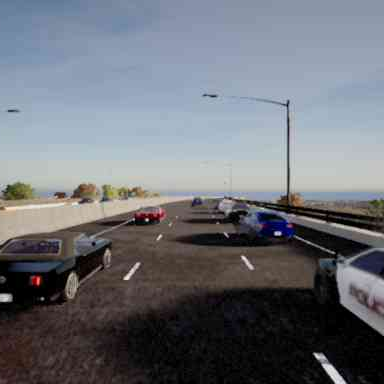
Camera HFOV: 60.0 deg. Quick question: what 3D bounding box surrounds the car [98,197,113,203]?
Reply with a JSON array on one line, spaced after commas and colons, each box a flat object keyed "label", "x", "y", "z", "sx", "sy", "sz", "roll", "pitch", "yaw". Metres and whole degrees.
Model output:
[{"label": "car", "x": -16.323, "y": 1.827, "z": 63.224, "sx": 1.837, "sy": 1.490, "sz": 4.892, "roll": 0, "pitch": 0, "yaw": 2}]

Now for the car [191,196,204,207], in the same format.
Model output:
[{"label": "car", "x": 1.004, "y": 1.656, "z": 58.707, "sx": 2.097, "sy": 1.767, "sz": 4.553, "roll": 0, "pitch": 0, "yaw": 2}]

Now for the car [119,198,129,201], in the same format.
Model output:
[{"label": "car", "x": -12.825, "y": 1.854, "z": 63.197, "sx": 1.812, "sy": 1.442, "sz": 4.674, "roll": 0, "pitch": 0, "yaw": 2}]

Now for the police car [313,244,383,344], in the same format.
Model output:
[{"label": "police car", "x": 3.510, "y": 1.524, "z": 5.184, "sx": 2.038, "sy": 1.542, "sz": 4.974, "roll": 0, "pitch": 0, "yaw": 0}]

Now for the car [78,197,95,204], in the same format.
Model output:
[{"label": "car", "x": -19.836, "y": 1.822, "z": 62.875, "sx": 1.837, "sy": 1.490, "sz": 4.892, "roll": 0, "pitch": 0, "yaw": 2}]

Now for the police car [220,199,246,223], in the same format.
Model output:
[{"label": "police car", "x": 3.727, "y": 1.624, "z": 27.027, "sx": 2.038, "sy": 1.542, "sz": 4.974, "roll": 0, "pitch": 0, "yaw": 1}]

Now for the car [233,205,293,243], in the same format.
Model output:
[{"label": "car", "x": 3.493, "y": 1.592, "z": 16.370, "sx": 1.812, "sy": 1.442, "sz": 4.674, "roll": 0, "pitch": 0, "yaw": -4}]

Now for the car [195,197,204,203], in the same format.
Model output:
[{"label": "car", "x": 1.772, "y": 1.934, "z": 77.586, "sx": 1.895, "sy": 1.301, "sz": 4.718, "roll": 0, "pitch": 0, "yaw": 3}]

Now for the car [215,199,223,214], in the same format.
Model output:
[{"label": "car", "x": 3.939, "y": 1.702, "z": 37.947, "sx": 1.812, "sy": 1.442, "sz": 4.674, "roll": 0, "pitch": 0, "yaw": 1}]

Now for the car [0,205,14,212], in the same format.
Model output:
[{"label": "car", "x": -13.933, "y": 1.567, "z": 22.277, "sx": 1.882, "sy": 1.535, "sz": 5.008, "roll": 0, "pitch": 0, "yaw": 1}]

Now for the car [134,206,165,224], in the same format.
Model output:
[{"label": "car", "x": -3.184, "y": 1.712, "z": 25.994, "sx": 1.895, "sy": 1.301, "sz": 4.718, "roll": 0, "pitch": 0, "yaw": 1}]

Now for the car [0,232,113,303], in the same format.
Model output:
[{"label": "car", "x": -3.370, "y": 1.629, "z": 8.214, "sx": 1.895, "sy": 1.301, "sz": 4.718, "roll": 0, "pitch": 0, "yaw": 0}]
